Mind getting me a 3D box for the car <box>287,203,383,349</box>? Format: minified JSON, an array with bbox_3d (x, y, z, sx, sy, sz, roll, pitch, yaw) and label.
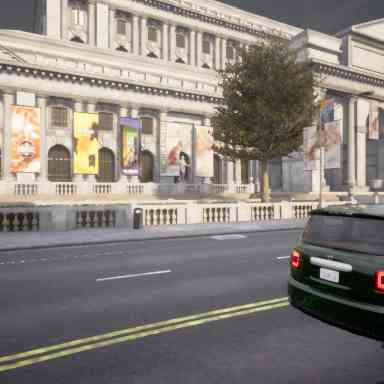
[{"bbox_3d":[4.202,1.221,5.841,5.566,2.045,2.150,0,0,-29],"label":"car"}]
